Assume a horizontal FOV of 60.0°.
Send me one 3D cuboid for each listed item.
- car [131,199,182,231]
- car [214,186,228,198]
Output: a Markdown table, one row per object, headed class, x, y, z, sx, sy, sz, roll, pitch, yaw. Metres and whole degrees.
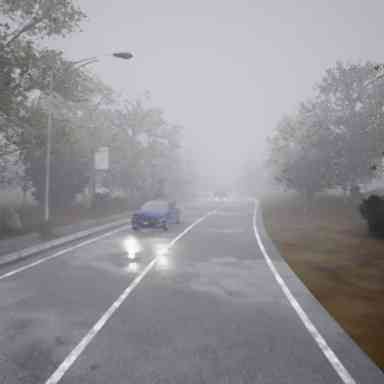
| class | x | y | z | sx | sy | sz | roll | pitch | yaw |
| --- | --- | --- | --- | --- | --- | --- | --- | --- | --- |
| car | -1.850 | 1.178 | 18.510 | 1.882 | 1.535 | 5.008 | 0 | 1 | 9 |
| car | 5.184 | -0.077 | 59.915 | 2.150 | 2.045 | 5.566 | 0 | 1 | 5 |
